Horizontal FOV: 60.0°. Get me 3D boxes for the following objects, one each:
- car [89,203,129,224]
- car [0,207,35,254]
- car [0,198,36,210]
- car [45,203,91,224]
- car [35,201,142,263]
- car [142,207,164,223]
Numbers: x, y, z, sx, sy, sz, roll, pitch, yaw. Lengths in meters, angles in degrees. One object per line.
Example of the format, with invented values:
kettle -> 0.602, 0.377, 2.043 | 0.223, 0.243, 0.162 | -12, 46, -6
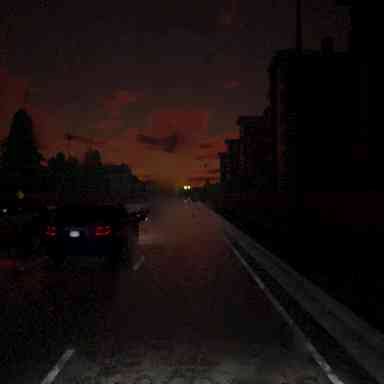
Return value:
car -> -6.993, 1.798, 28.559 | 2.128, 1.511, 4.902 | 0, 0, 0
car -> -6.978, 1.631, 14.299 | 1.882, 1.535, 5.008 | 0, 0, 1
car -> -14.004, 1.520, 27.616 | 2.150, 2.045, 5.566 | 0, 0, 0
car -> -10.493, 1.798, 28.554 | 2.128, 1.511, 4.902 | 0, 0, 0
car -> -3.497, 1.361, 12.622 | 2.150, 2.045, 5.566 | 0, 0, 0
car -> -3.497, 1.904, 28.304 | 1.895, 1.301, 4.718 | 0, -1, 0
